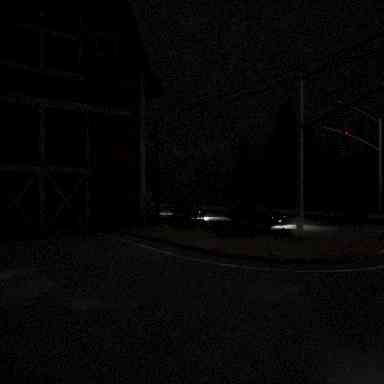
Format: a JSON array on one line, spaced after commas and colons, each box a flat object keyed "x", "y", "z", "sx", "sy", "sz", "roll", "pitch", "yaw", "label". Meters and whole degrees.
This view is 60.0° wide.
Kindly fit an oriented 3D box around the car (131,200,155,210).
[{"x": -7.439, "y": 1.888, "z": 50.651, "sx": 1.994, "sy": 1.385, "sz": 4.181, "roll": 0, "pitch": 0, "yaw": -34, "label": "car"}]

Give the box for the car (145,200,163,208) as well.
[{"x": -5.352, "y": 1.869, "z": 41.081, "sx": 1.895, "sy": 1.301, "sz": 4.718, "roll": 0, "pitch": 0, "yaw": -34, "label": "car"}]

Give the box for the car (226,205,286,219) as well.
[{"x": 4.857, "y": 1.722, "z": 26.208, "sx": 2.033, "sy": 1.411, "sz": 5.357, "roll": 0, "pitch": 0, "yaw": -34, "label": "car"}]

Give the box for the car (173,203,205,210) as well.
[{"x": -0.365, "y": 1.787, "z": 33.819, "sx": 1.994, "sy": 1.385, "sz": 4.181, "roll": 0, "pitch": 0, "yaw": -34, "label": "car"}]
